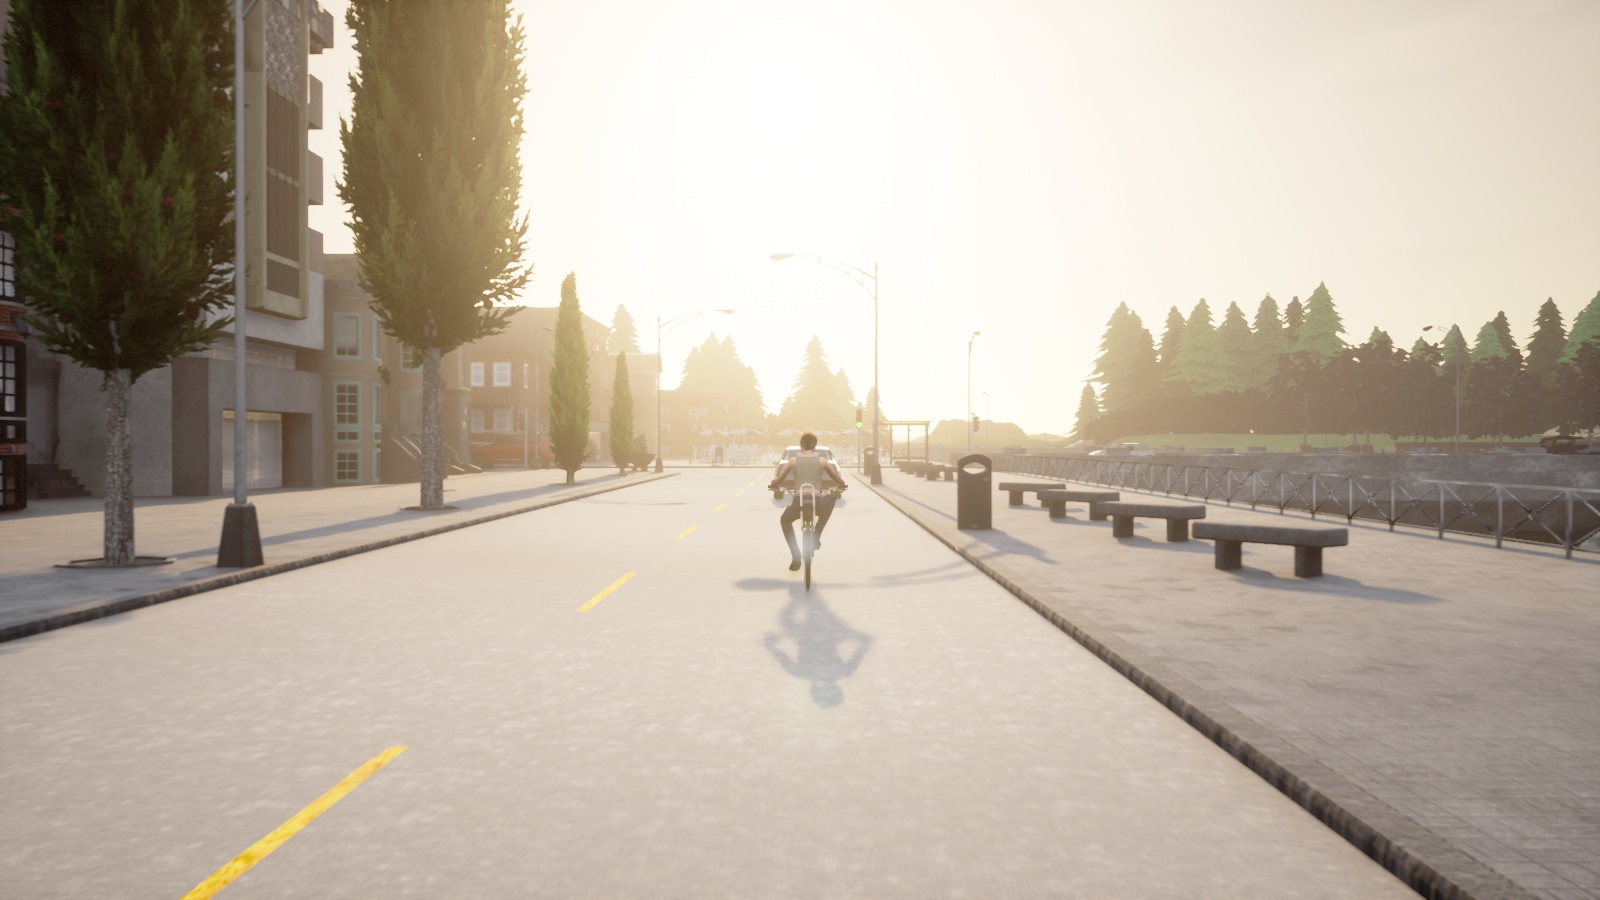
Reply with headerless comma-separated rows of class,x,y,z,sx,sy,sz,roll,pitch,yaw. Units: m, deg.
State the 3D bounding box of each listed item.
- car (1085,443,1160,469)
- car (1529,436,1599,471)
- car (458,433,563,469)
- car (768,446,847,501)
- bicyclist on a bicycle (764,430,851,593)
car,18.472,0.320,72.100,3.806,1.475,1.970,0,0,0
car,41.944,0.193,67.974,3.866,1.878,1.905,0,0,0
car,-16.619,0.044,72.320,5.566,2.045,2.150,0,0,0
car,0.209,0.596,35.117,2.033,1.411,5.357,0,0,0
bicyclist on a bicycle,0.084,0.608,13.238,0.866,1.612,1.509,0,0,1
